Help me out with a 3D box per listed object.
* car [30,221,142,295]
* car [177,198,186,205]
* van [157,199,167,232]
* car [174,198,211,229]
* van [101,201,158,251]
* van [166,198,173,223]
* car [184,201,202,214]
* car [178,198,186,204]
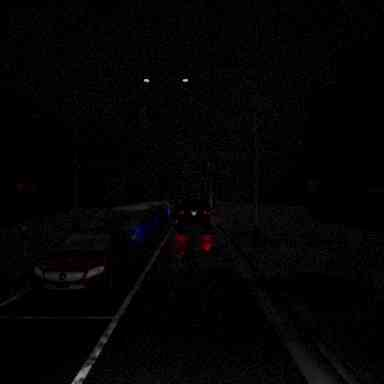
[{"bbox_3d":[-2.629,1.658,8.832,1.802,1.307,4.206,0,-1,0],"label":"car"},{"bbox_3d":[-2.553,2.244,79.763,1.967,1.590,4.097,0,-1,0],"label":"car"},{"bbox_3d":[-2.617,1.513,19.762,1.690,1.788,3.998,0,-1,0],"label":"van"},{"bbox_3d":[0.125,1.426,23.227,2.150,2.045,5.566,0,0,0],"label":"car"},{"bbox_3d":[-2.623,1.465,14.298,1.690,1.788,3.998,0,-1,0],"label":"van"},{"bbox_3d":[-2.611,1.561,25.227,1.690,1.788,3.998,0,-1,0],"label":"van"},{"bbox_3d":[0.146,1.857,41.540,2.128,1.511,4.902,0,-1,0],"label":"car"},{"bbox_3d":[-2.546,2.320,85.451,1.967,1.590,4.097,0,-1,0],"label":"car"}]
